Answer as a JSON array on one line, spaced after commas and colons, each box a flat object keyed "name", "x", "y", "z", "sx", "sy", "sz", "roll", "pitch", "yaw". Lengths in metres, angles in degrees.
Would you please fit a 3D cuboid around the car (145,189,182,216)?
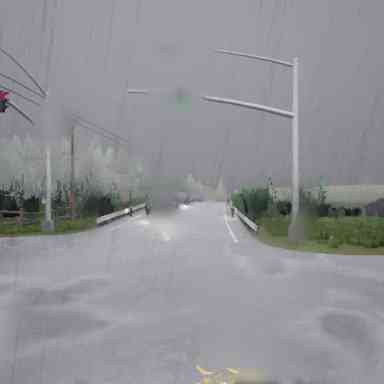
[{"name": "car", "x": -2.483, "y": 0.811, "z": 28.875, "sx": 2.150, "sy": 2.045, "sz": 5.566, "roll": 0, "pitch": 3, "yaw": 5}]

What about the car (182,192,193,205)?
[{"name": "car", "x": -1.377, "y": 0.790, "z": 40.748, "sx": 1.837, "sy": 1.490, "sz": 4.892, "roll": 0, "pitch": 0, "yaw": 6}]

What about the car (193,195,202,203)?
[{"name": "car", "x": 0.750, "y": 1.211, "z": 58.514, "sx": 2.033, "sy": 1.411, "sz": 5.357, "roll": 0, "pitch": -2, "yaw": 7}]
